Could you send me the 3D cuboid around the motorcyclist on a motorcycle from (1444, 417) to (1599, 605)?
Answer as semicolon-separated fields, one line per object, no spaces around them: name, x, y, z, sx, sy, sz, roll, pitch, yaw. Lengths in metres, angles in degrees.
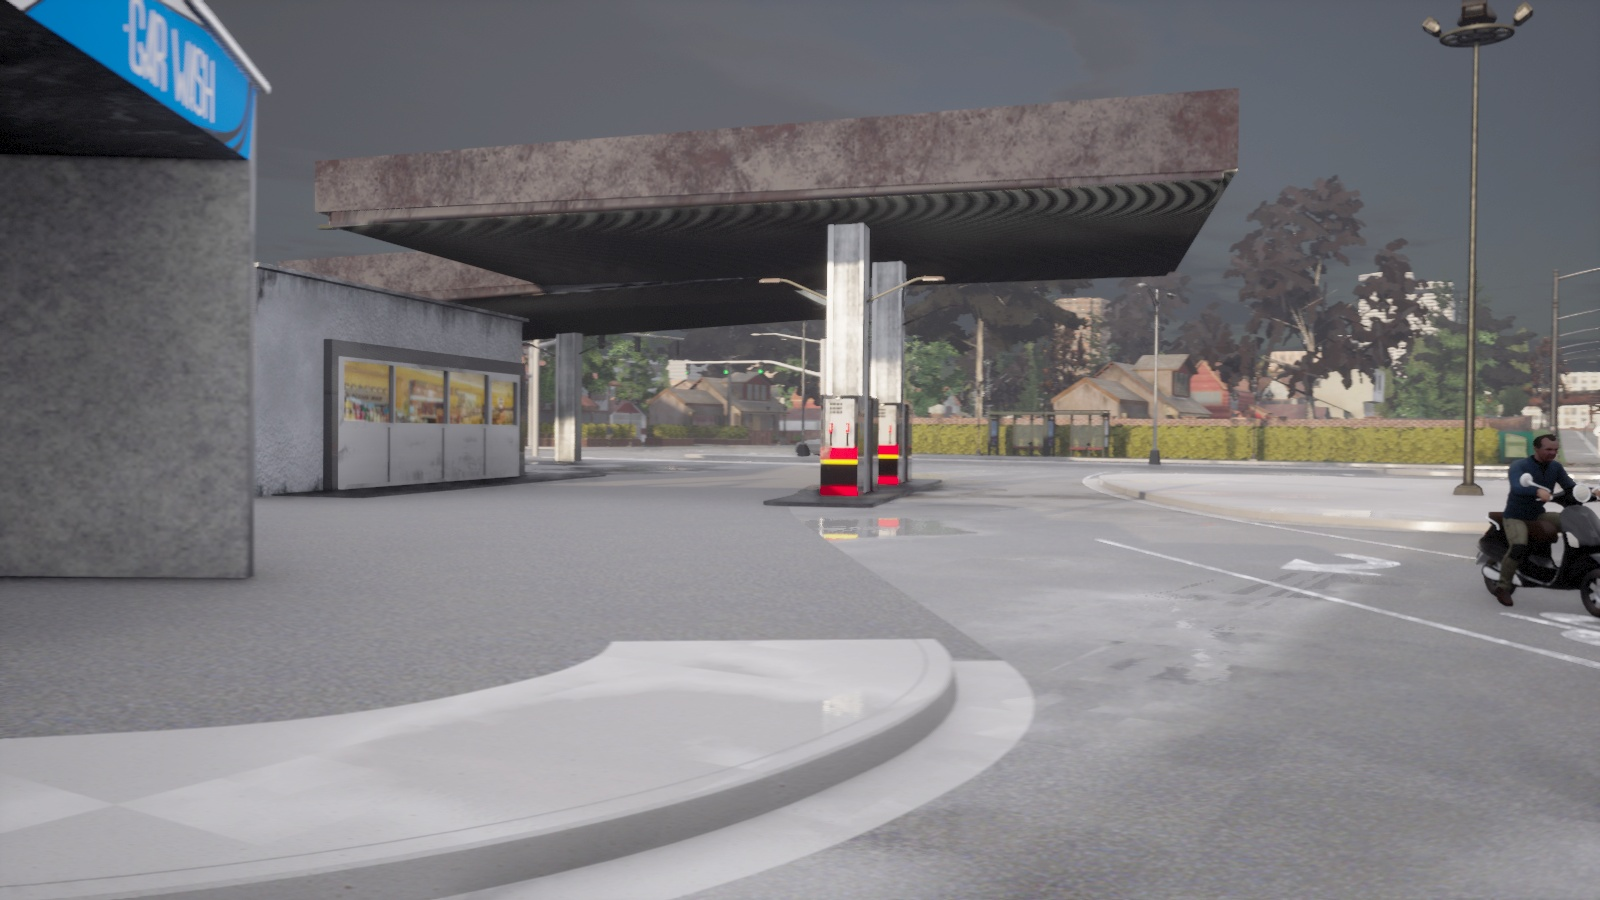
motorcyclist on a motorcycle;6.902;0.501;11.569;0.866;1.590;1.817;-1;1;-6

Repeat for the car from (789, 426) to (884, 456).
car;2.075;-0.532;72.378;5.027;1.651;2.152;0;1;31
